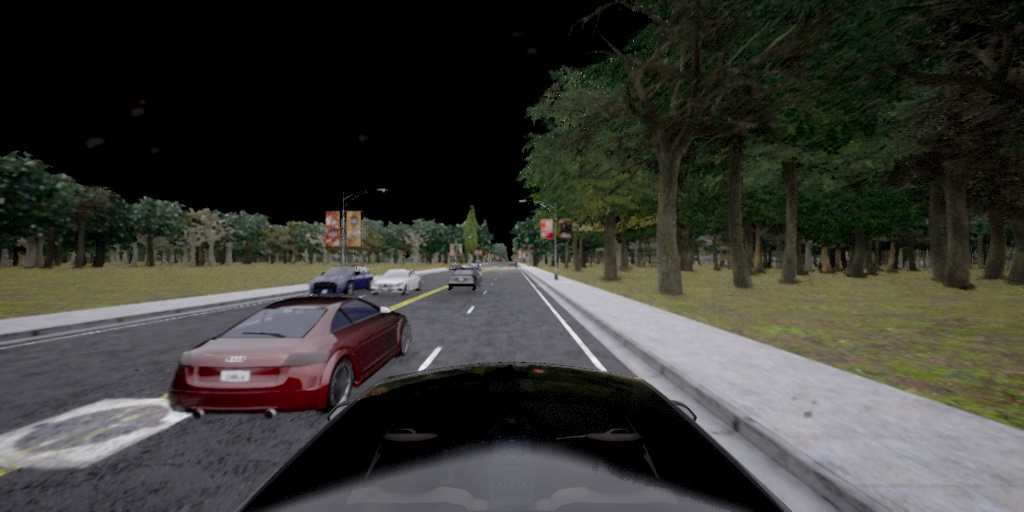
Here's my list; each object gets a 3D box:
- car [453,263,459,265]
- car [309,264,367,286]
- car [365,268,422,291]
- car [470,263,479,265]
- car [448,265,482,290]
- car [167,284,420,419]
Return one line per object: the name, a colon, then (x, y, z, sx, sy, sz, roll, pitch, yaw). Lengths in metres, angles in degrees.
car: (-9.790, 1.978, 62.739, 1.994, 1.385, 4.181, 0, -1, 1)
car: (-9.851, 1.304, 21.093, 2.097, 1.767, 4.553, 0, -1, 0)
car: (-6.602, 1.477, 20.983, 1.812, 1.442, 4.674, 0, -1, 0)
car: (-6.539, 1.940, 62.715, 1.812, 1.442, 4.674, 0, -1, 1)
car: (-3.154, 1.539, 24.658, 2.033, 1.411, 5.357, 0, -1, 0)
car: (-3.159, 1.358, 6.105, 1.994, 1.385, 4.181, 0, -1, 0)
